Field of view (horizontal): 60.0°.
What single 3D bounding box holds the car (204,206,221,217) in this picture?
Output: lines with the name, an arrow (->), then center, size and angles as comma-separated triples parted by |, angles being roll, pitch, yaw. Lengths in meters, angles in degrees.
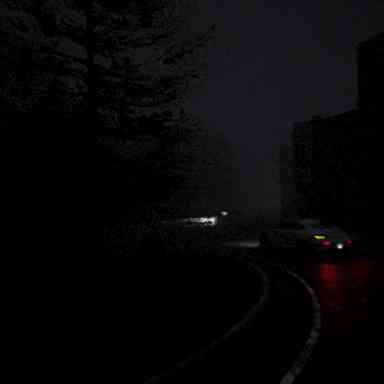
car -> 3.230, 2.966, 51.193 | 2.128, 1.511, 4.902 | -1, -1, 17

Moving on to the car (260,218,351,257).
car -> 4.798, 1.888, 14.636 | 1.812, 1.442, 4.674 | -1, -2, -18

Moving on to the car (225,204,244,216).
car -> 6.880, 2.910, 51.419 | 1.882, 1.535, 5.008 | -1, -1, 16

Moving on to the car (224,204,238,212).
car -> 7.842, 3.174, 66.515 | 1.882, 1.535, 5.008 | -1, -1, 17
